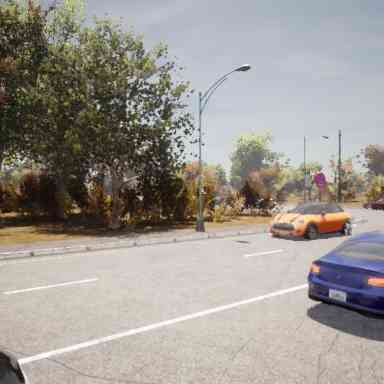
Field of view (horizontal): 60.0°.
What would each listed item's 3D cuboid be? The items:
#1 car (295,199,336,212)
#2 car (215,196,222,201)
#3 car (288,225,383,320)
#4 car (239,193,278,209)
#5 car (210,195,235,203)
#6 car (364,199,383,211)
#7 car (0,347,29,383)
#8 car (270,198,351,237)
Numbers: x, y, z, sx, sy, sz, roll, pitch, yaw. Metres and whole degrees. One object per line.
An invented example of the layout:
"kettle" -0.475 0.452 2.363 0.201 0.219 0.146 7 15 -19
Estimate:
"car" 14.574 1.562 39.447 1.994 1.385 4.181 0 0 -32
"car" 3.934 1.458 56.262 1.812 1.442 4.674 0 1 -32
"car" 4.257 1.525 6.794 4.674 1.442 1.812 0 0 -36
"car" 9.453 1.214 47.535 2.150 2.045 5.566 0 0 -33
"car" 6.017 1.390 66.403 2.033 1.411 5.357 0 1 -33
"car" 23.040 1.476 39.292 1.882 1.535 5.008 -2 1 -40
"car" -3.339 1.492 1.362 4.902 1.511 2.128 0 0 -36
"car" 6.074 1.351 16.946 4.553 1.767 2.097 0 0 -36
